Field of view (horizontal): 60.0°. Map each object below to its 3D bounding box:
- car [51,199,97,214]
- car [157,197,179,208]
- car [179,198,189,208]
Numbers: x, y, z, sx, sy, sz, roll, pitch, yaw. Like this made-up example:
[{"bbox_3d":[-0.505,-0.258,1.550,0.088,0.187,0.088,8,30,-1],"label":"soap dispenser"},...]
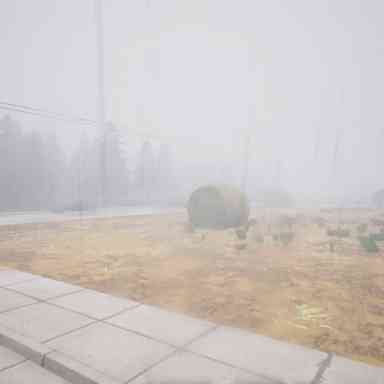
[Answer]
[{"bbox_3d":[-12.443,1.530,35.283,1.837,1.490,4.892,0,0,37],"label":"car"},{"bbox_3d":[-2.935,1.517,48.077,2.128,1.511,4.902,0,0,37],"label":"car"},{"bbox_3d":[0.606,1.590,46.680,1.994,1.385,4.181,0,0,37],"label":"car"}]
